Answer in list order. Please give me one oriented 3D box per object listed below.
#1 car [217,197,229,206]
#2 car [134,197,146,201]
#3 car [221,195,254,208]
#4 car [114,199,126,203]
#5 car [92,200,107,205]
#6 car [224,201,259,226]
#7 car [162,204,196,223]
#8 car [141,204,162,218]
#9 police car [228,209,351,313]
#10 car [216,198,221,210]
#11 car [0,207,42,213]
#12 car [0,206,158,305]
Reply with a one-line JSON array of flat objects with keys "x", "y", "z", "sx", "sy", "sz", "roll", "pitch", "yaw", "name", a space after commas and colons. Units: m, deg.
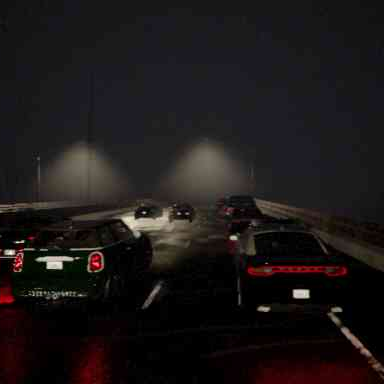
[{"x": 5.661, "y": 1.671, "z": 60.262, "sx": 2.033, "sy": 1.411, "sz": 5.357, "roll": -1, "pitch": 0, "yaw": 5, "name": "car"}, {"x": -11.008, "y": 1.874, "z": 70.224, "sx": 2.097, "sy": 1.767, "sz": 4.553, "roll": -1, "pitch": 0, "yaw": 5, "name": "car"}, {"x": 3.394, "y": 1.248, "z": 23.704, "sx": 2.150, "sy": 2.045, "sz": 5.566, "roll": -1, "pitch": 0, "yaw": 5, "name": "car"}, {"x": -14.680, "y": 2.117, "z": 68.434, "sx": 1.812, "sy": 1.442, "sz": 4.674, "roll": -1, "pitch": 0, "yaw": 5, "name": "car"}, {"x": -18.387, "y": 2.218, "z": 66.297, "sx": 1.994, "sy": 1.385, "sz": 4.181, "roll": -1, "pitch": 0, "yaw": 5, "name": "car"}, {"x": 2.855, "y": 1.490, "z": 17.698, "sx": 1.882, "sy": 1.535, "sz": 5.008, "roll": -1, "pitch": 0, "yaw": 5, "name": "car"}, {"x": -0.745, "y": 1.676, "z": 27.254, "sx": 2.033, "sy": 1.411, "sz": 5.357, "roll": -1, "pitch": 0, "yaw": 5, "name": "car"}, {"x": -3.945, "y": 1.776, "z": 30.714, "sx": 1.994, "sy": 1.385, "sz": 4.181, "roll": -1, "pitch": 0, "yaw": 5, "name": "car"}, {"x": 1.960, "y": 1.416, "z": 7.849, "sx": 1.930, "sy": 1.638, "sz": 5.238, "roll": -1, "pitch": 0, "yaw": 5, "name": "police car"}, {"x": 4.254, "y": 1.597, "z": 44.387, "sx": 1.837, "sy": 1.490, "sz": 4.892, "roll": -1, "pitch": 0, "yaw": 6, "name": "car"}, {"x": -14.755, "y": 2.042, "z": 29.940, "sx": 1.895, "sy": 1.301, "sz": 4.718, "roll": -1, "pitch": 0, "yaw": 5, "name": "car"}, {"x": -2.448, "y": 1.440, "z": 8.525, "sx": 2.097, "sy": 1.767, "sz": 4.553, "roll": -1, "pitch": 0, "yaw": 5, "name": "car"}]
